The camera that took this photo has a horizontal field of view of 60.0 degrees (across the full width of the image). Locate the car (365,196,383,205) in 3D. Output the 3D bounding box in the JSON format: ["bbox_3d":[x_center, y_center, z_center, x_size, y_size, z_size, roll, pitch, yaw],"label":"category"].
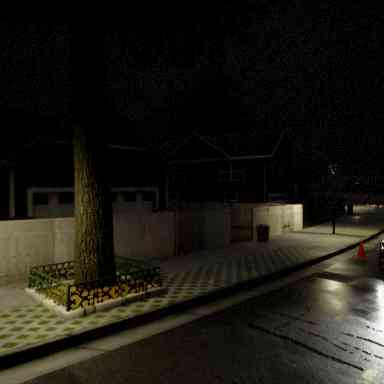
[{"bbox_3d":[31.340,1.478,57.415,1.812,1.442,4.674,0,0,12],"label":"car"}]

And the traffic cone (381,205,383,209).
[{"bbox_3d":[25.755,1.991,44.994,0.340,0.580,0.340,0,0,20],"label":"traffic cone"}]

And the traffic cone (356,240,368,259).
[{"bbox_3d":[5.915,1.985,11.598,0.340,0.580,0.340,0,0,41],"label":"traffic cone"}]

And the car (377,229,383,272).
[{"bbox_3d":[7.070,1.517,10.068,2.128,1.511,4.902,0,0,41],"label":"car"}]

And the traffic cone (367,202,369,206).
[{"bbox_3d":[28.662,1.939,54.316,0.340,0.580,0.340,0,0,15],"label":"traffic cone"}]
